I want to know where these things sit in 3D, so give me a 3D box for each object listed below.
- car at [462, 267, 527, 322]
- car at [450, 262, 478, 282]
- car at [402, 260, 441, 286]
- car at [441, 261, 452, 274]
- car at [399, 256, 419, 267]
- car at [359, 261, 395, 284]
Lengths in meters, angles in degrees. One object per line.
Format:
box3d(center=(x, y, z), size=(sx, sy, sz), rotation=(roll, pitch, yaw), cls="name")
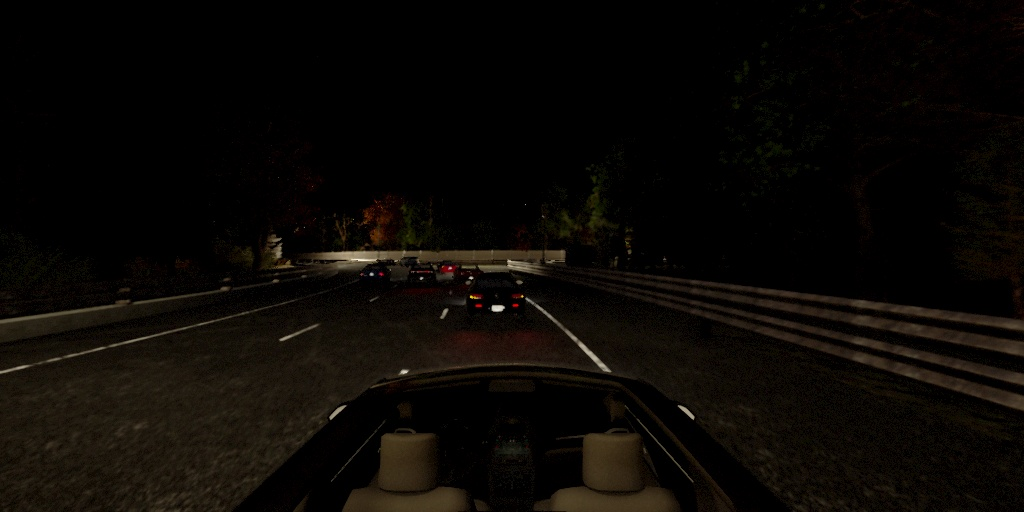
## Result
box3d(center=(-0.586, 1.266, 12.153), size=(1.812, 1.442, 4.674), rotation=(0, 0, -5), cls="car")
box3d(center=(-3.584, 1.332, 28.643), size=(1.895, 1.301, 4.718), rotation=(0, 0, -14), cls="car")
box3d(center=(-6.384, 1.235, 25.594), size=(2.128, 1.511, 4.902), rotation=(0, 0, -13), cls="car")
box3d(center=(-7.477, 1.294, 41.120), size=(1.994, 1.385, 4.181), rotation=(0, 0, -21), cls="car")
box3d(center=(-17.554, 0.960, 61.256), size=(2.150, 2.045, 5.566), rotation=(0, 0, -31), cls="car")
box3d(center=(-10.261, 1.301, 27.056), size=(2.033, 1.411, 5.357), rotation=(0, 0, -14), cls="car")
